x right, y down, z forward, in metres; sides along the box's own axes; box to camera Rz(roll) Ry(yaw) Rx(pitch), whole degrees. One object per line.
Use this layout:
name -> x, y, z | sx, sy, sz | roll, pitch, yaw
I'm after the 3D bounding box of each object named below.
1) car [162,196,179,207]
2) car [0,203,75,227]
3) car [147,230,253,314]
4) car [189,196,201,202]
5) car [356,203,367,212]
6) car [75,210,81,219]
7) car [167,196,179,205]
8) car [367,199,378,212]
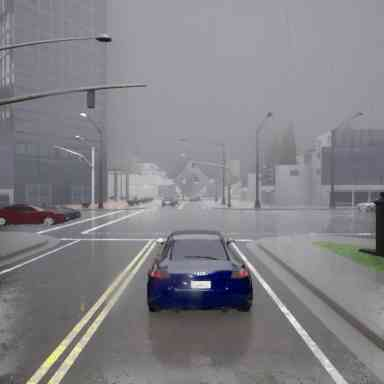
car -> -3.553, 1.491, 51.205 | 2.128, 1.511, 4.902 | 0, 0, 0
car -> -11.015, 1.536, 22.688 | 5.008, 1.535, 1.882 | 0, 0, 0
car -> 0.093, 1.564, 7.727 | 1.994, 1.385, 4.181 | 0, 0, -2
car -> 0.744, 1.540, 76.924 | 2.033, 1.411, 5.357 | 0, 0, 12
car -> 20.770, 1.477, 37.123 | 4.674, 1.442, 1.812 | 0, 0, -2
car -> -11.003, 1.621, 26.236 | 4.181, 1.385, 1.994 | 0, 0, -1
car -> -3.500, 1.505, 61.605 | 1.837, 1.490, 4.892 | 0, 0, 1
car -> 20.529, 1.515, 33.608 | 4.181, 1.385, 1.994 | 0, 0, 0
